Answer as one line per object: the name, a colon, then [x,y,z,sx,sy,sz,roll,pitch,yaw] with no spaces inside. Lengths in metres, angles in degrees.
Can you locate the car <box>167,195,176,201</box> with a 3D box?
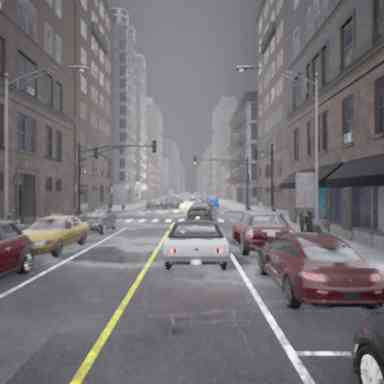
car: [-5.245,1.550,85.482,1.947,1.339,4.313,0,0,0]

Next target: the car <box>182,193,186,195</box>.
car: [-2.642,1.523,65.090,1.812,1.442,4.674,0,0,0]

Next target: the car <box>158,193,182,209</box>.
car: [-2.822,1.352,44.091,2.097,1.767,4.553,0,0,1]

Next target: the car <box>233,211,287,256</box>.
car: [2.659,1.441,13.104,1.967,1.590,4.097,0,0,0]

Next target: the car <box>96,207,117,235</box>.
car: [-5.357,1.551,18.627,2.008,1.369,4.403,0,0,0]

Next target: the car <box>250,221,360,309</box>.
car: [2.650,1.583,7.585,1.802,1.307,4.206,0,0,0]

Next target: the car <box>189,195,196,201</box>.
car: [0.143,1.521,85.870,1.895,1.301,4.718,0,0,0]

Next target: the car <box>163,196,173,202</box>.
car: [-5.263,1.558,74.118,1.947,1.339,4.313,0,0,0]

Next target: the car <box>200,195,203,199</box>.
car: [2.733,1.582,57.066,1.802,1.307,4.206,0,0,0]

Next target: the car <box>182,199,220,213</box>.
car: [0.894,1.506,25.129,1.837,1.490,4.892,-1,0,11]

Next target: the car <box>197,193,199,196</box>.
car: [2.762,1.307,74.111,2.192,1.841,5.009,0,0,0]

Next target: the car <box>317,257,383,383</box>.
car: [2.641,1.551,2.066,2.008,1.369,4.403,0,0,0]

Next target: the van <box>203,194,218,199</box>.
van: [2.714,1.341,45.704,1.690,1.788,3.998,0,0,0]

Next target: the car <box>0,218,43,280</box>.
car: [-5.375,1.440,7.591,1.967,1.590,4.097,0,0,0]

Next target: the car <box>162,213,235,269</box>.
car: [0.119,1.601,11.175,1.895,1.301,4.718,0,0,0]

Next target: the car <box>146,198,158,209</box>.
car: [-5.311,1.551,45.709,2.008,1.369,4.403,0,0,0]

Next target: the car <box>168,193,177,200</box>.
car: [-5.235,1.295,91.163,2.192,1.841,5.009,0,0,0]

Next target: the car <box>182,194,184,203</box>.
car: [-2.716,1.547,53.573,2.033,1.411,5.357,0,0,0]

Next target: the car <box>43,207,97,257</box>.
car: [-5.366,1.526,12.939,1.752,1.417,4.829,0,0,0]

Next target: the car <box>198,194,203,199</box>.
car: [2.752,1.578,68.429,1.802,1.307,4.206,0,0,0]

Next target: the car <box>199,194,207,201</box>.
car: [2.781,1.424,85.473,1.967,1.590,4.097,0,0,0]

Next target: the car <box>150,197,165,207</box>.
car: [-5.302,1.544,51.390,1.887,1.381,4.507,0,0,0]

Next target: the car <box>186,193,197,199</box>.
car: [0.126,1.522,75.421,2.033,1.411,5.357,0,0,0]

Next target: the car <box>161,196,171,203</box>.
car: [-5.274,1.521,68.266,1.752,1.417,4.829,0,0,0]
